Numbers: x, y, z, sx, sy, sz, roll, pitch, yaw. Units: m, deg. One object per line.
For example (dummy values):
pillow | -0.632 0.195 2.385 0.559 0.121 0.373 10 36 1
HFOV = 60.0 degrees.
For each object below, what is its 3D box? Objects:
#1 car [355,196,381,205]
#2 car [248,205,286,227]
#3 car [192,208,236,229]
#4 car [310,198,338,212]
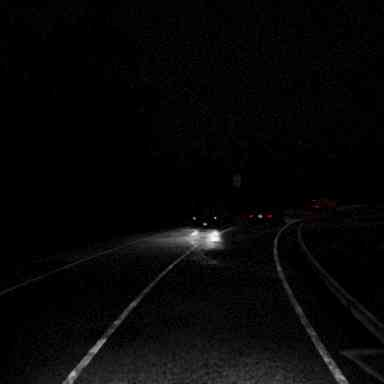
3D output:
car | 29.171 1.364 55.127 4.718 1.301 1.895 -3 -3 -32
car | 5.414 1.619 23.680 2.033 1.411 5.357 -2 -1 24
car | 1.653 1.787 23.606 1.895 1.301 4.718 -2 -1 23
car | 15.756 1.453 39.538 1.882 1.535 5.008 -5 -3 41
